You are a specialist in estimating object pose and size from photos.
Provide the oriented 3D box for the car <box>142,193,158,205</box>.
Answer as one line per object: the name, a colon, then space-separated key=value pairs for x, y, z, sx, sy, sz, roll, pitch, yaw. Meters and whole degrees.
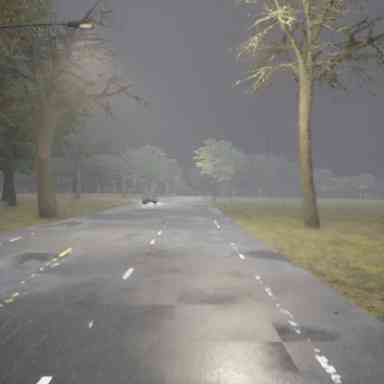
car: x=-7.065 y=1.126 z=56.130 sx=2.150 sy=2.045 sz=5.566 roll=0 pitch=0 yaw=0
